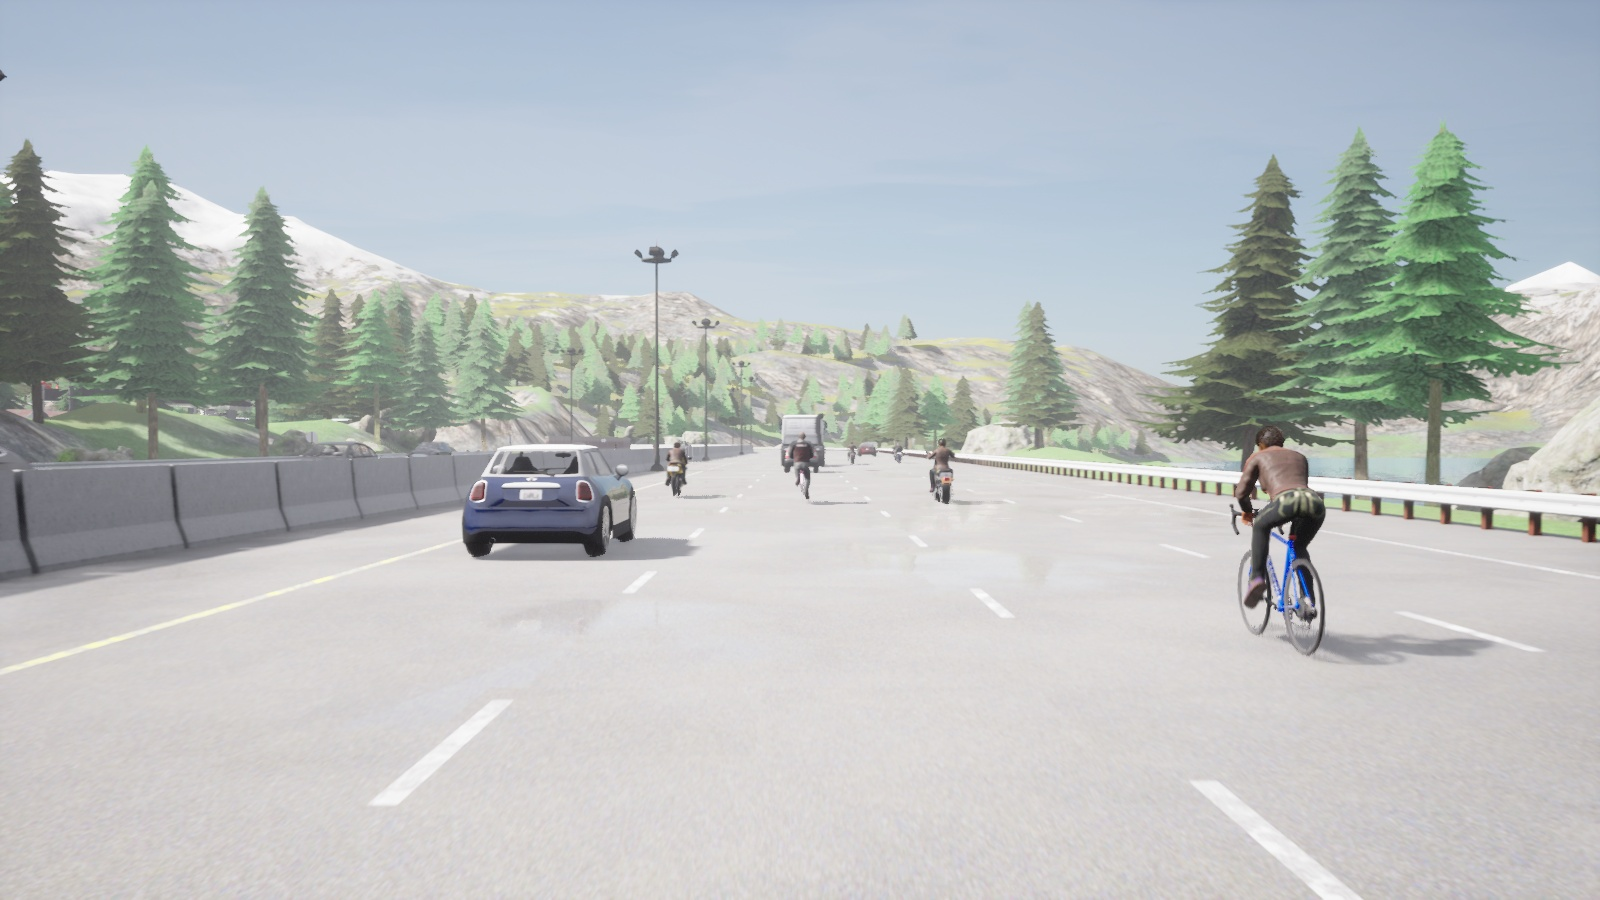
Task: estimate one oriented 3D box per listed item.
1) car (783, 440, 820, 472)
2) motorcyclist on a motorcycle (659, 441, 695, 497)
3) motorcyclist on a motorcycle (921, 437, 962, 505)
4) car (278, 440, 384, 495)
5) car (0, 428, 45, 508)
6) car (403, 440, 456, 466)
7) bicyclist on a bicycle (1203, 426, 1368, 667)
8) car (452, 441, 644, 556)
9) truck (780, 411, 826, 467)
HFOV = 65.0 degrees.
[{"bbox_3d":[0.112,0.283,64.172,1.851,1.617,3.988,0,0,1],"label":"car"},{"bbox_3d":[-3.440,0.526,35.224,0.797,1.523,2.044,0,0,0],"label":"motorcyclist on a motorcycle"},{"bbox_3d":[3.556,0.521,31.648,0.766,1.649,2.350,0,0,0],"label":"motorcyclist on a motorcycle"},{"bbox_3d":[-13.937,0.506,37.542,1.789,1.549,3.705,0,0,0],"label":"car"},{"bbox_3d":[-17.452,0.372,24.712,2.152,1.651,5.027,0,0,0],"label":"car"},{"bbox_3d":[-24.290,0.193,82.495,2.033,1.649,4.856,0,0,0],"label":"car"},{"bbox_3d":[3.529,0.650,9.267,0.582,1.620,1.656,0,0,0],"label":"bicyclist on a bicycle"},{"bbox_3d":[-3.459,0.608,17.949,1.970,1.475,3.806,0,0,0],"label":"car"},{"bbox_3d":[0.207,-0.697,81.800,2.891,3.462,7.936,0,0,0],"label":"truck"}]
